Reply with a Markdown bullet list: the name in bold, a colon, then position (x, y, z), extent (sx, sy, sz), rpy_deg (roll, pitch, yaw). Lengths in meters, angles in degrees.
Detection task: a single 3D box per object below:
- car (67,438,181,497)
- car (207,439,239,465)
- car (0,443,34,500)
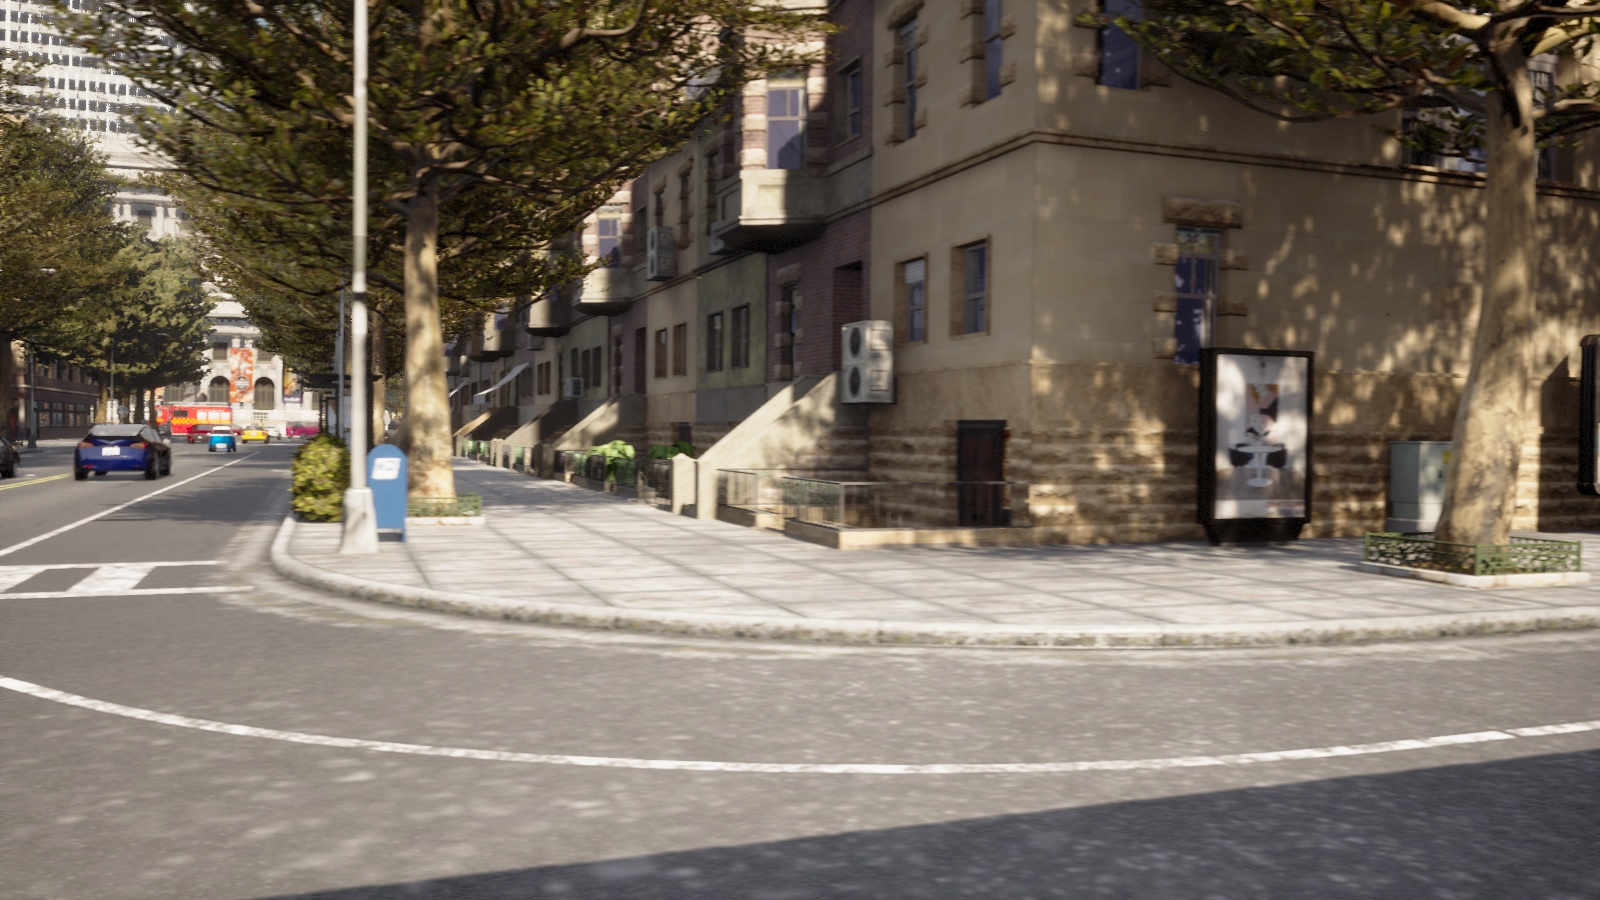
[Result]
- **car**: position (-18.710, 0.431, 34.986), extent (2.163, 1.488, 4.792), rpy_deg (-1, 1, -21)
- **car**: position (-30.958, 0.092, 67.411), extent (1.481, 1.376, 2.207), rpy_deg (-1, 1, -23)
- **car**: position (-21.372, 0.554, 32.126), extent (2.033, 1.411, 5.357), rpy_deg (-1, 1, -21)
